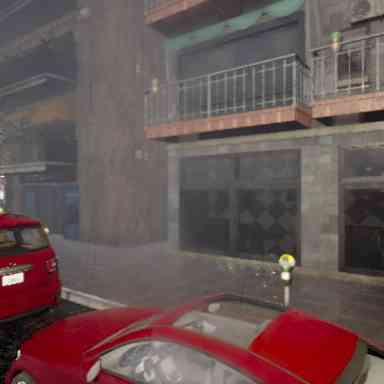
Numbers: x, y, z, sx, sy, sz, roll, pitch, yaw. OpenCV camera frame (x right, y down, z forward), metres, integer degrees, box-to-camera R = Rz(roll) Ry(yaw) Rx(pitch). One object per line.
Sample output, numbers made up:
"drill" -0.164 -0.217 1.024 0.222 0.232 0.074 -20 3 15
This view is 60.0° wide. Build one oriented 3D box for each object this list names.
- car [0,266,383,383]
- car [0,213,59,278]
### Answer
"car" 0.133 1.579 2.782 4.206 1.307 1.802 0 0 36
"car" -4.447 1.302 6.053 5.009 1.841 2.192 0 0 36
